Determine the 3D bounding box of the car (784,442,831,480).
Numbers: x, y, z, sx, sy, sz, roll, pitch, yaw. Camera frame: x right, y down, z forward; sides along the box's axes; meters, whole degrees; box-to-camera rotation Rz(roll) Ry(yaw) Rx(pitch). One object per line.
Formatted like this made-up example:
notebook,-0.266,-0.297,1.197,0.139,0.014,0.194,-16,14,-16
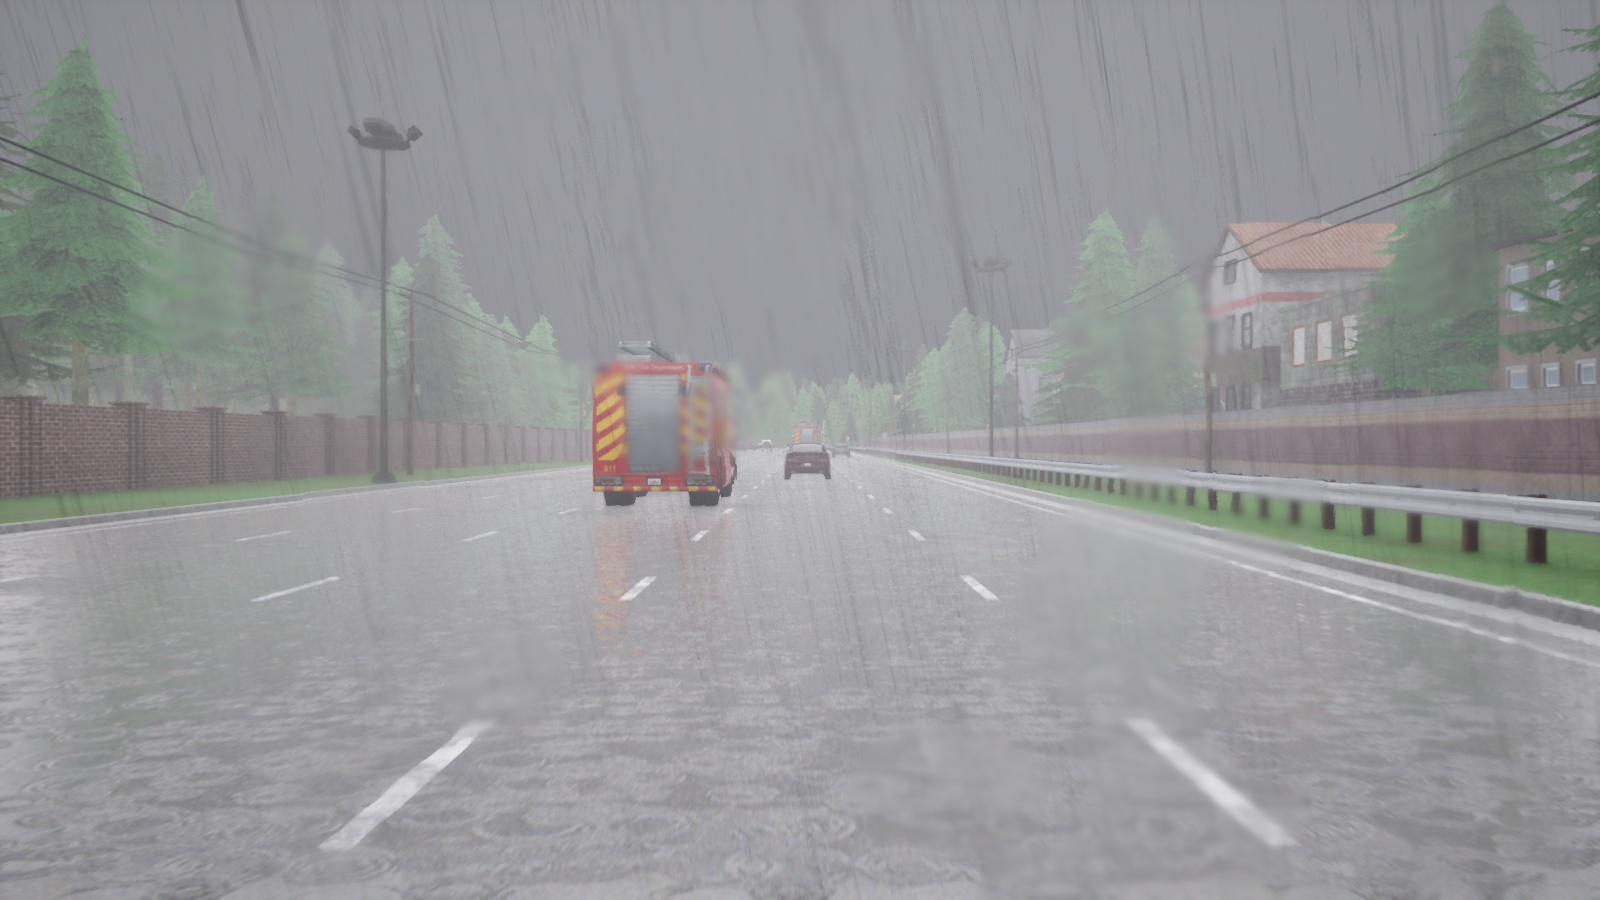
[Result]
car,0.319,0.425,53.088,1.882,1.535,5.008,0,0,0

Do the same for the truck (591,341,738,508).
truck,-3.296,-0.606,32.912,2.891,3.827,8.468,0,0,0
